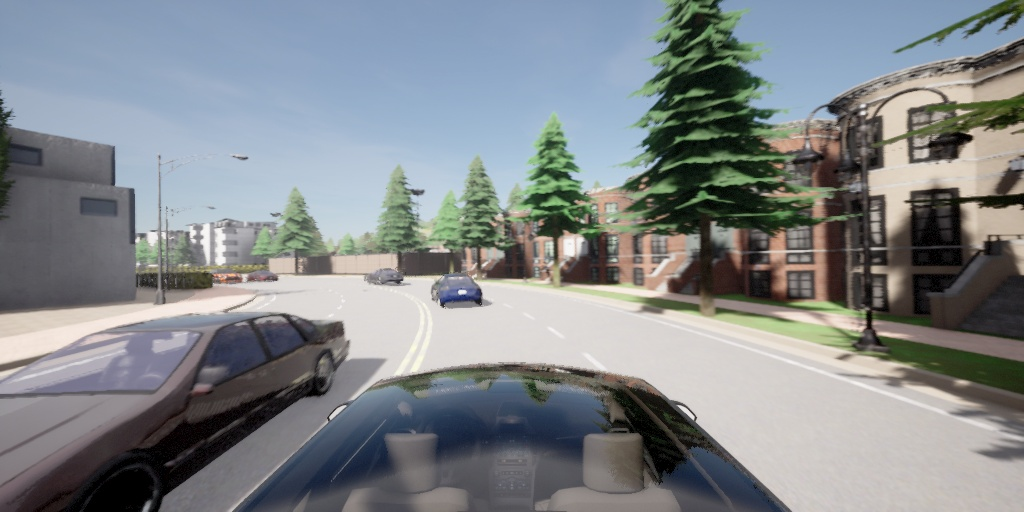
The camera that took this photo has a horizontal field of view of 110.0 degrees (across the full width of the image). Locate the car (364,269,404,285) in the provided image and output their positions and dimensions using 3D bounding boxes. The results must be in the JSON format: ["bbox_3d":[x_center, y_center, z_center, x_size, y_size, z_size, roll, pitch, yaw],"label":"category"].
[{"bbox_3d":[-11.740,1.889,32.816,2.033,1.411,5.357,-1,-1,-42],"label":"car"}]

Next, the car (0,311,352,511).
[{"bbox_3d":[-3.639,1.398,4.040,2.033,1.411,5.357,-1,-1,-3],"label":"car"}]

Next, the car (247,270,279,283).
[{"bbox_3d":[-29.002,2.360,41.697,4.181,1.385,1.994,-2,-1,32],"label":"car"}]

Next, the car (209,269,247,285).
[{"bbox_3d":[-31.307,2.163,39.013,4.553,1.767,2.097,-1,-1,32],"label":"car"}]

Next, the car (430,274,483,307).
[{"bbox_3d":[-2.751,1.546,17.260,1.994,1.385,4.181,-1,-1,-18],"label":"car"}]
